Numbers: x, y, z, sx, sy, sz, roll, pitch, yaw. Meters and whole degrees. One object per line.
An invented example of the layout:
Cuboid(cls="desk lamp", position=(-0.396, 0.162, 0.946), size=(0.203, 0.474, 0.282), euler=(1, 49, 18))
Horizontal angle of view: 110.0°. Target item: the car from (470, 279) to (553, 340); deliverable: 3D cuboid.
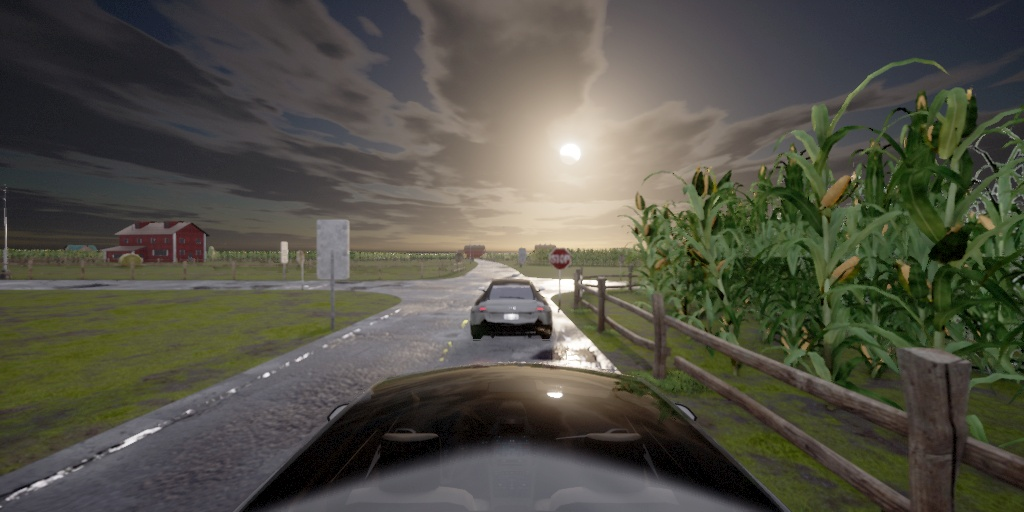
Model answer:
Cuboid(cls="car", position=(-0.012, 1.328, 10.023), size=(1.994, 1.385, 4.181), euler=(0, 0, 0))
